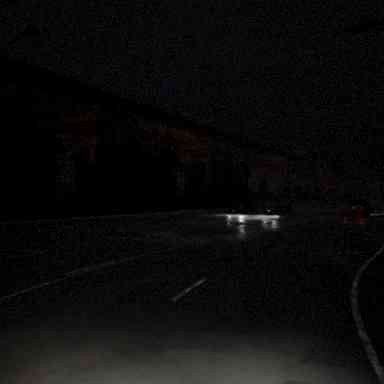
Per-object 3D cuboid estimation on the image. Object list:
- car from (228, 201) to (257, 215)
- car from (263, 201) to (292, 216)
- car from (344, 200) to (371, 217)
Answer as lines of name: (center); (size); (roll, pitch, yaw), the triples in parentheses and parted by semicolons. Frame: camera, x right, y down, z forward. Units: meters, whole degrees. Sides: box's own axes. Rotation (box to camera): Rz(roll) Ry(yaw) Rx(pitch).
car: (5.855, 1.748, 37.806); (1.812, 1.442, 4.674); (0, 0, 36)
car: (9.496, 1.745, 36.858); (2.128, 1.511, 4.902); (0, 0, 36)
car: (18.242, 1.689, 36.618); (2.097, 1.767, 4.553); (0, 0, 36)
